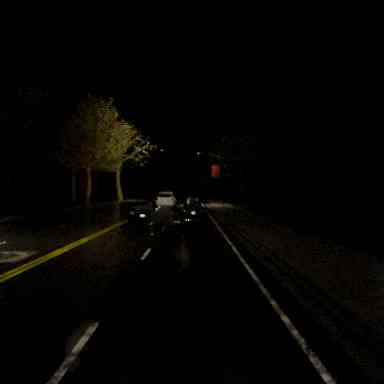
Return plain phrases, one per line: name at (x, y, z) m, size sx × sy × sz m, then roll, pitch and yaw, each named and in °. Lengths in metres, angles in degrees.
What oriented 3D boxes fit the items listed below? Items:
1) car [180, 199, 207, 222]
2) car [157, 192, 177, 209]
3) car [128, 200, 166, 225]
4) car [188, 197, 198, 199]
car at (0.102, 1.455, 25.549) m, size 1.994 × 1.385 × 4.181 m, roll 0°, pitch 0°, yaw 0°
car at (-3.147, 1.049, 41.076) m, size 2.150 × 2.045 × 5.566 m, roll 0°, pitch 0°, yaw 0°
car at (-3.147, 1.465, 23.158) m, size 1.994 × 1.385 × 4.181 m, roll 0°, pitch 0°, yaw 0°
car at (0.102, 1.371, 42.236) m, size 2.033 × 1.411 × 5.357 m, roll 0°, pitch 0°, yaw 0°
